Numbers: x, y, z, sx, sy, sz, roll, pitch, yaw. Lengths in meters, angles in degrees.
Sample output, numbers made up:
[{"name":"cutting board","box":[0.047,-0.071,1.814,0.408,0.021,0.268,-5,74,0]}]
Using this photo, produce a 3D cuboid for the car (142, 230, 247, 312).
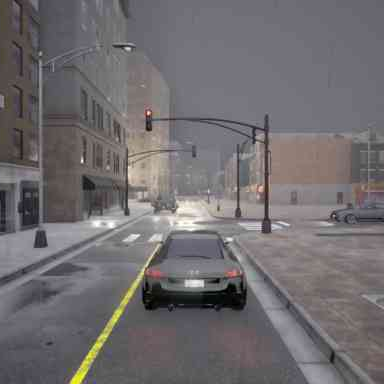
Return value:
[{"name":"car","box":[0.053,1.564,7.799,1.994,1.385,4.181,0,0,0]}]

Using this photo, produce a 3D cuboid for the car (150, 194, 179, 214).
[{"name":"car","box":[-2.831,1.232,36.177,2.150,2.045,5.566,0,0,0]}]

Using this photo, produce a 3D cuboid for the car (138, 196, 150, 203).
[{"name":"car","box":[-8.963,1.597,69.975,4.674,1.442,1.812,0,0,9]}]

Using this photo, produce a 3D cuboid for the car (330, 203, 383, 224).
[{"name":"car","box":[12.059,1.515,23.606,4.181,1.385,1.994,0,0,0]}]

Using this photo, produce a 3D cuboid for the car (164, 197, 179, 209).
[{"name":"car","box":[-2.821,1.494,46.590,1.882,1.535,5.008,0,0,0]}]
